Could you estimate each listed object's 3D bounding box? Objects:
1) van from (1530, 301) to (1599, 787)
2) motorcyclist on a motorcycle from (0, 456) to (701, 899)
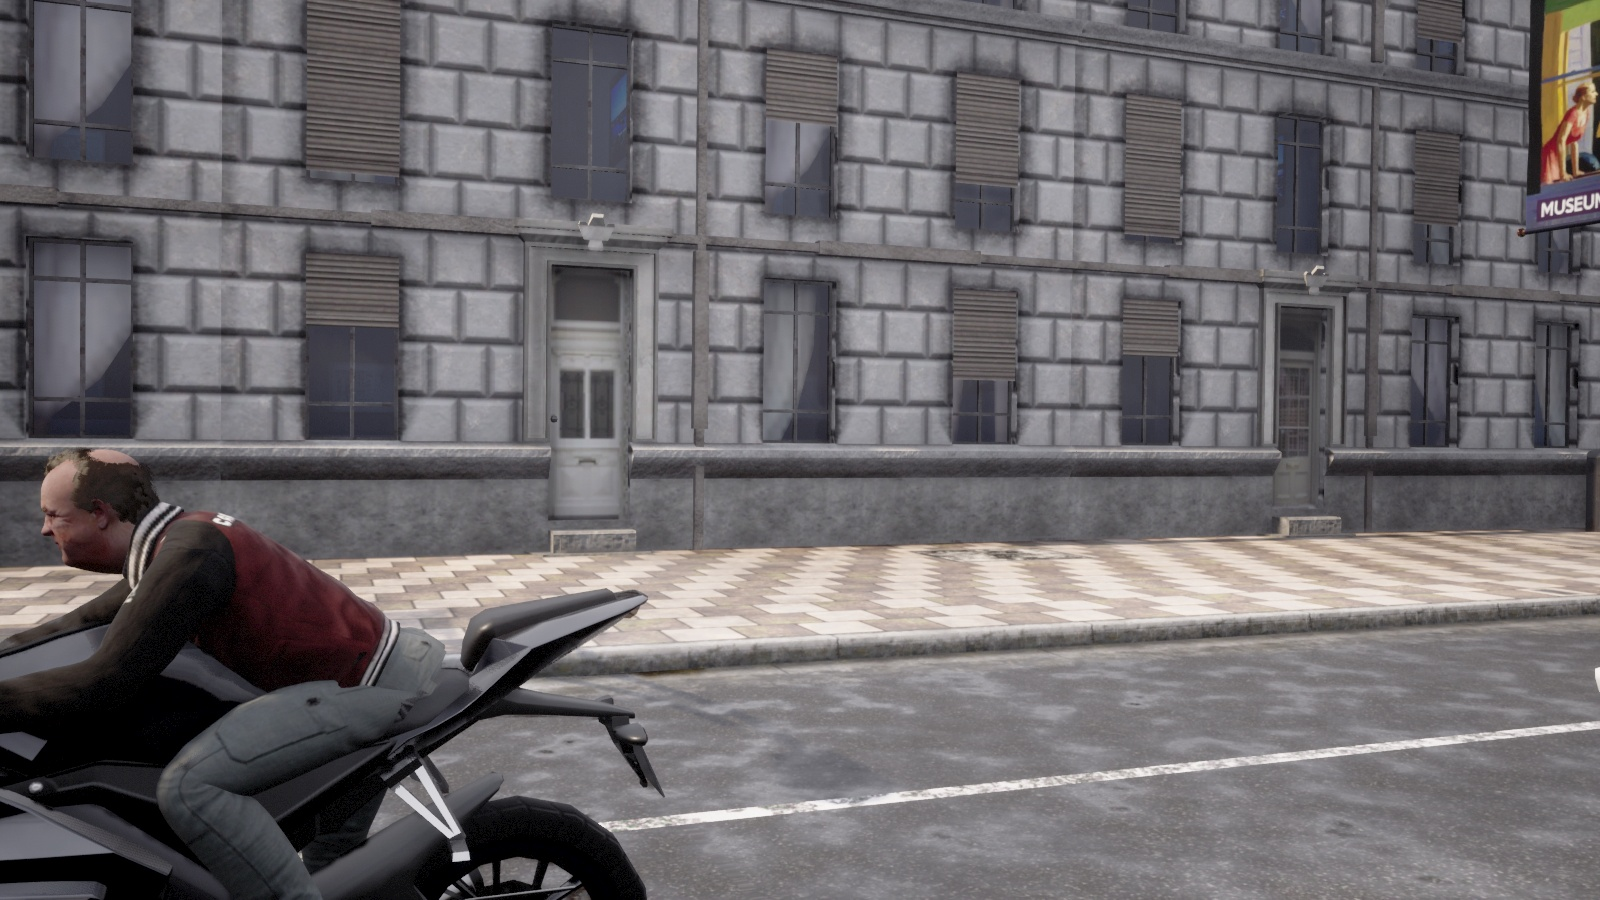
[{"bbox_3d":[5.699,0.372,5.398,4.480,2.038,2.069,-1,1,-21],"label":"van"},{"bbox_3d":[-1.392,0.804,2.711,2.191,1.530,0.866,-1,1,-21],"label":"motorcyclist on a motorcycle"}]
